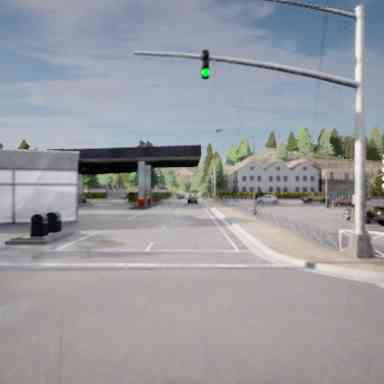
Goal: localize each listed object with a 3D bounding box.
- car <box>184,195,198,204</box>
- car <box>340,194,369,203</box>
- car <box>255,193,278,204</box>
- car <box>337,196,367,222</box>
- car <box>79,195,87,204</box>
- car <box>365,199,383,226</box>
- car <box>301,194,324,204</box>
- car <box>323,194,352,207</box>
[{"bbox_3d":[0.107,1.439,62.442,2.128,1.511,4.902,0,0,0],"label":"car"},{"bbox_3d":[31.140,1.246,63.850,4.514,1.523,2.007,0,0,-1],"label":"car"},{"bbox_3d":[12.690,1.314,56.763,3.806,1.475,1.970,0,0,-1],"label":"car"},{"bbox_3d":[12.942,1.312,22.507,5.027,1.636,2.152,0,0,-1],"label":"car"},{"bbox_3d":[-20.721,1.428,60.440,2.242,1.667,4.611,0,0,-1],"label":"car"},{"bbox_3d":[13.012,1.324,19.370,4.514,1.523,2.007,0,0,-1],"label":"car"},{"bbox_3d":[21.169,1.051,56.850,4.605,1.855,1.932,0,0,-1],"label":"car"},{"bbox_3d":[20.530,1.262,44.390,4.514,1.523,2.007,0,0,-1],"label":"car"}]
